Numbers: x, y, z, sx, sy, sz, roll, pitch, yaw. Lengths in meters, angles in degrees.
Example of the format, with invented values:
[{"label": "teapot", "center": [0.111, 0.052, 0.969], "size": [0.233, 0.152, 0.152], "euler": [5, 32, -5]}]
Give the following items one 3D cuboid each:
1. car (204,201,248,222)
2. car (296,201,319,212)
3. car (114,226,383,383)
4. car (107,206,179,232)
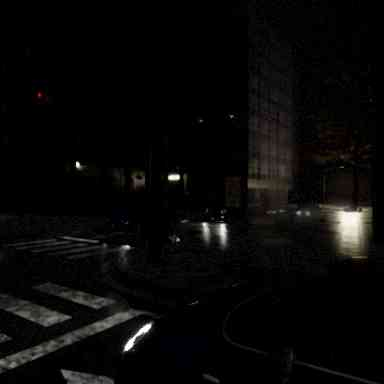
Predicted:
[{"label": "car", "center": [2.957, 1.564, 28.342], "size": [2.097, 1.767, 4.553], "euler": [0, -1, 36]}, {"label": "car", "center": [16.451, 1.993, 47.084], "size": [2.033, 1.411, 5.357], "euler": [0, -1, 36]}, {"label": "car", "center": [1.478, 1.351, 2.631], "size": [4.553, 1.767, 2.097], "euler": [0, 0, 36]}, {"label": "car", "center": [-2.853, 1.599, 20.217], "size": [1.882, 1.535, 5.008], "euler": [0, -1, 36]}]
